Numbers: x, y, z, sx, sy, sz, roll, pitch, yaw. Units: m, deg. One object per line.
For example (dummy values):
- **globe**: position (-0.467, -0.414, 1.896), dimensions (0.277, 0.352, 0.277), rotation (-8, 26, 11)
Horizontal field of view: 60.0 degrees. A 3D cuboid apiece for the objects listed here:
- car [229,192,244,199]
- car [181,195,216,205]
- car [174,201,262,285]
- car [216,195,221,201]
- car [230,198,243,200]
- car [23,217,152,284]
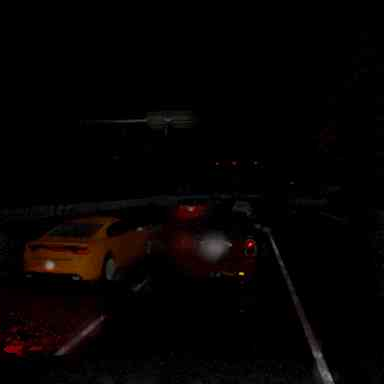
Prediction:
- **car**: position (11.820, 0.944, 87.894), dimensions (2.150, 2.045, 5.566), rotation (0, 0, 33)
- **car**: position (0.310, 1.278, 25.835), dimensions (2.097, 1.767, 4.553), rotation (0, 0, 11)
- **car**: position (0.936, 1.321, 9.679), dimensions (2.097, 1.767, 4.553), rotation (0, 0, 11)
- **car**: position (5.355, 1.291, 73.367), dimensions (1.812, 1.442, 4.674), rotation (0, 0, 12)
- **car**: position (3.997, 1.472, 26.514), dimensions (1.812, 1.442, 4.674), rotation (0, 0, 11)
- **car**: position (-2.630, 1.447, 9.652), dimensions (1.882, 1.535, 5.008), rotation (0, 0, 11)
